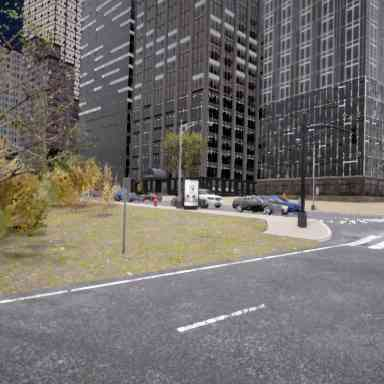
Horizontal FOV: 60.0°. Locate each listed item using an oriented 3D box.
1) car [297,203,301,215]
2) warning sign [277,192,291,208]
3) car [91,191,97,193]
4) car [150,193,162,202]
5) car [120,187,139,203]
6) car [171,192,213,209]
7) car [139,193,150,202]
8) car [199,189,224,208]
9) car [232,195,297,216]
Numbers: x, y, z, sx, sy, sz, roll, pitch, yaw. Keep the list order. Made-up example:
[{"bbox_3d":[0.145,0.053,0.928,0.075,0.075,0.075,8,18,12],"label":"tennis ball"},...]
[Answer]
[{"bbox_3d":[7.278,1.114,29.094,1.882,1.535,5.008,3,-1,-39],"label":"car"},{"bbox_3d":[10.960,0.990,39.546,1.300,1.860,1.060,2,-1,-40],"label":"warning sign"},{"bbox_3d":[-19.158,0.444,64.668,2.128,1.511,4.902,3,-1,-43],"label":"car"},{"bbox_3d":[-6.802,0.865,55.895,1.812,1.442,4.674,3,-1,-41],"label":"car"},{"bbox_3d":[-9.890,0.326,44.487,2.150,2.045,5.566,3,-1,-41],"label":"car"},{"bbox_3d":[-0.315,0.938,33.207,1.994,1.385,4.181,3,-1,-40],"label":"car"},{"bbox_3d":[-8.549,0.715,47.874,1.812,1.442,4.674,3,-1,-41],"label":"car"},{"bbox_3d":[0.988,0.679,36.736,2.150,2.045,5.566,3,-1,-40],"label":"car"},{"bbox_3d":[5.335,1.027,26.324,2.128,1.511,4.902,3,-1,-39],"label":"car"}]
